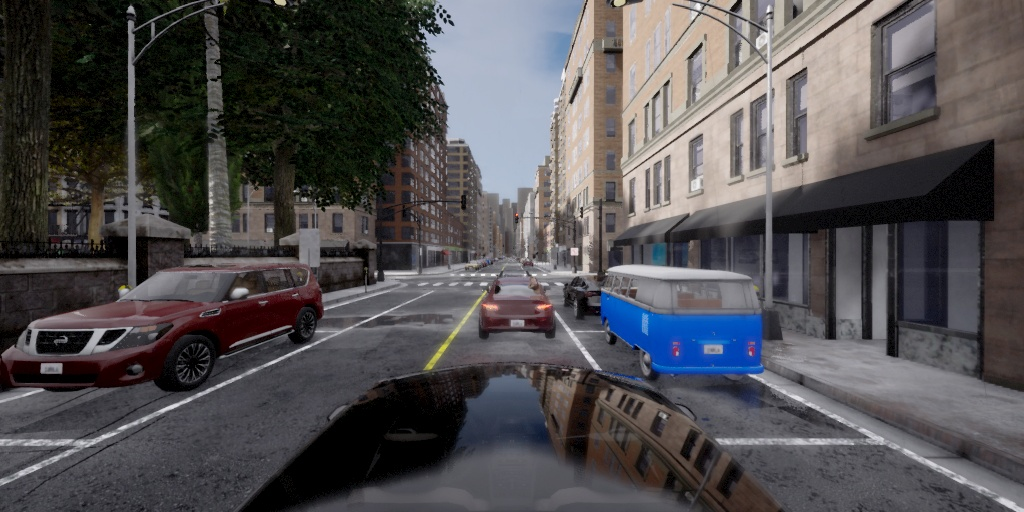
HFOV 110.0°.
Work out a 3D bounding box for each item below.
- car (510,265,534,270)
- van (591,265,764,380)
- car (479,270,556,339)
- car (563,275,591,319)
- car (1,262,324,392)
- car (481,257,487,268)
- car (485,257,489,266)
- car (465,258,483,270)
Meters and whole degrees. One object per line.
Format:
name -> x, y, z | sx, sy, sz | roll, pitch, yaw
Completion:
car -> 0.114, 1.345, 18.807 | 1.895, 1.301, 4.718 | 0, 0, -1
van -> 2.868, 1.090, 6.944 | 1.690, 1.789, 3.998 | 0, 0, 0
car -> 0.124, 1.274, 9.985 | 1.812, 1.442, 4.674 | 0, 0, 0
car -> 2.881, 1.313, 12.604 | 1.948, 1.339, 4.313 | 0, 0, 0
car -> -5.657, 1.064, 6.923 | 2.192, 1.841, 5.009 | 0, 0, 0
car -> -5.545, 1.272, 56.062 | 2.007, 1.370, 4.403 | 0, 0, 0
car -> -5.533, 1.266, 61.513 | 1.888, 1.381, 4.507 | 0, 0, 0
car -> -5.558, 1.248, 50.442 | 1.751, 1.417, 4.829 | 0, 0, 0
